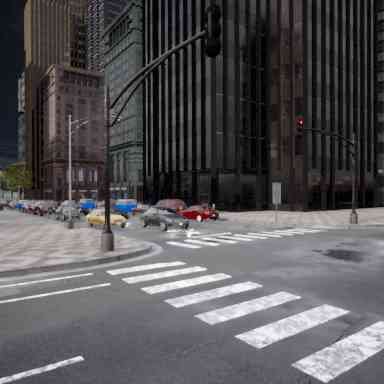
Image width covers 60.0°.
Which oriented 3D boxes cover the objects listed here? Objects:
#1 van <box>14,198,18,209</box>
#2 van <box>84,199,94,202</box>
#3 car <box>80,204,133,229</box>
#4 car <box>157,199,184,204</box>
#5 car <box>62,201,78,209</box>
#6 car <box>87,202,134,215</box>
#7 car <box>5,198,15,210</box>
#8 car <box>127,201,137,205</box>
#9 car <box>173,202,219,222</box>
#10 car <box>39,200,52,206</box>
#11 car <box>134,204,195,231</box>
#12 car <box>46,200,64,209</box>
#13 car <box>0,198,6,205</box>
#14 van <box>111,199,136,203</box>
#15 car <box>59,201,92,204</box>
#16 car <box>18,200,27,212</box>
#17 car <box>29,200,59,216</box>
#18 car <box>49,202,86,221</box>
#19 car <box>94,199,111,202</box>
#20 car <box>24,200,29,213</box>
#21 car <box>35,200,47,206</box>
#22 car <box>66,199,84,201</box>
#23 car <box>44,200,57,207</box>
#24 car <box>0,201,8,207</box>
[{"bbox_3d":[-26.293,2.126,52.345,1.690,1.788,3.998,-1,0,-35],"label":"van"},{"bbox_3d":[-17.180,2.045,54.313,1.690,1.788,3.998,-1,0,-35],"label":"van"},{"bbox_3d":[-6.334,1.847,24.361,1.752,1.417,4.829,-1,0,-35],"label":"car"},{"bbox_3d":[-2.437,1.676,33.587,2.192,1.841,5.009,-1,0,-35],"label":"car"},{"bbox_3d":[-22.816,2.414,62.159,1.802,1.307,4.206,-1,0,-35],"label":"car"},{"bbox_3d":[-7.703,1.942,30.884,2.033,1.411,5.357,0,-1,-36],"label":"car"},{"bbox_3d":[-32.068,2.357,60.446,1.967,1.590,4.097,-1,0,-35],"label":"car"},{"bbox_3d":[-5.380,2.012,37.732,1.802,1.307,4.206,-1,0,-35],"label":"car"},{"bbox_3d":[0.517,1.836,29.442,1.887,1.381,4.507,-1,0,-35],"label":"car"},{"bbox_3d":[-34.898,2.668,79.102,1.947,1.339,4.313,-1,0,-35],"label":"car"},{"bbox_3d":[-2.026,1.787,22.948,1.812,1.442,4.674,0,-1,-34],"label":"car"},{"bbox_3d":[-25.078,2.322,60.751,1.882,1.535,5.008,0,-1,-35],"label":"car"},{"bbox_3d":[-41.433,2.670,73.582,1.887,1.381,4.507,-1,0,-35],"label":"car"},{"bbox_3d":[-8.334,1.840,41.878,1.690,1.788,3.998,-1,0,-35],"label":"van"},{"bbox_3d":[-13.869,2.086,39.546,2.033,1.411,5.357,0,-1,-35],"label":"car"},{"bbox_3d":[-23.454,2.160,48.367,1.967,1.590,4.097,-1,0,-35],"label":"car"},{"bbox_3d":[-17.784,1.904,40.412,2.192,1.841,5.009,-1,0,-35],"label":"car"},{"bbox_3d":[-12.105,2.008,32.455,2.008,1.369,4.403,-1,0,-35],"label":"car"},{"bbox_3d":[-11.283,1.883,46.023,2.192,1.841,5.009,-1,0,-35],"label":"car"},{"bbox_3d":[-20.616,2.200,44.389,1.887,1.381,4.507,-1,0,-35],"label":"car"},{"bbox_3d":[-37.918,2.717,83.337,2.008,1.369,4.403,-1,0,-35],"label":"car"},{"bbox_3d":[-19.372,2.066,52.753,2.097,1.767,4.553,0,-1,-36],"label":"car"},{"bbox_3d":[-31.877,2.602,74.865,1.947,1.339,4.313,-1,0,-35],"label":"car"},{"bbox_3d":[-44.554,2.774,77.960,1.802,1.307,4.206,-1,0,-35],"label":"car"}]
